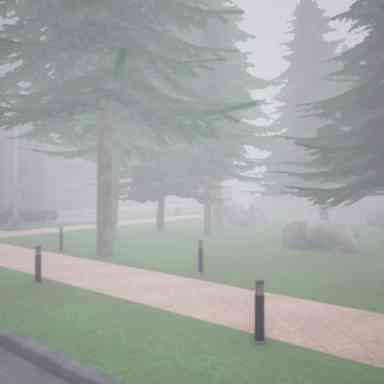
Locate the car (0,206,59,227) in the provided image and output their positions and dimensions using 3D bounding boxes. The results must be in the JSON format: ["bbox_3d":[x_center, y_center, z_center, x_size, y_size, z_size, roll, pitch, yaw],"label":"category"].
[{"bbox_3d":[-11.894,1.619,23.263,1.895,1.301,4.718,0,0,39],"label":"car"}]
